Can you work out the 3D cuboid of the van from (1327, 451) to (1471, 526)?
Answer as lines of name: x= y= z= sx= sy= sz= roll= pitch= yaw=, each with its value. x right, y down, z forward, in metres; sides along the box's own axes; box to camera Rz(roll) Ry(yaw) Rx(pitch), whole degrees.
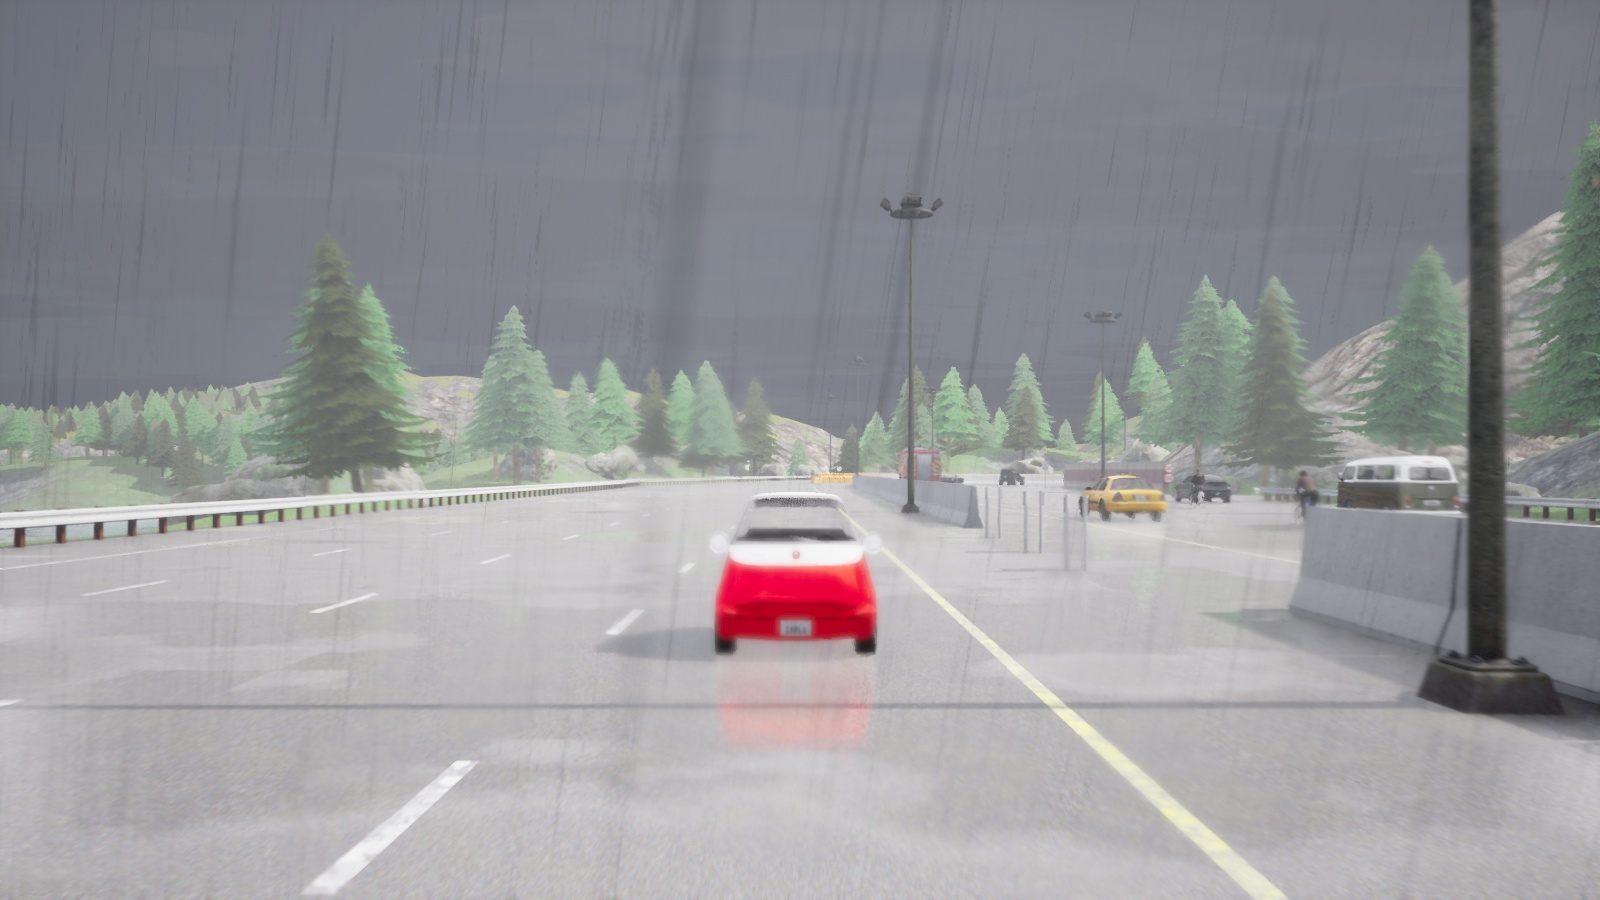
van: x=17.413 y=1.086 z=36.779 sx=2.069 sy=2.038 sz=4.480 roll=0 pitch=-1 yaw=0

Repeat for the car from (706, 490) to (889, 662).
car: x=-0.026 y=1.058 z=11.311 sx=1.481 sy=1.376 sz=2.207 roll=0 pitch=-2 yaw=0

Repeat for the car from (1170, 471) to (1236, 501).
car: x=20.843 y=1.827 z=65.160 sx=1.837 sy=1.490 sz=4.892 roll=0 pitch=-1 yaw=0

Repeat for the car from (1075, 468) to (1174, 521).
car: x=10.404 y=1.392 z=40.686 sx=1.801 sy=1.575 sz=5.366 roll=0 pitch=-1 yaw=0
